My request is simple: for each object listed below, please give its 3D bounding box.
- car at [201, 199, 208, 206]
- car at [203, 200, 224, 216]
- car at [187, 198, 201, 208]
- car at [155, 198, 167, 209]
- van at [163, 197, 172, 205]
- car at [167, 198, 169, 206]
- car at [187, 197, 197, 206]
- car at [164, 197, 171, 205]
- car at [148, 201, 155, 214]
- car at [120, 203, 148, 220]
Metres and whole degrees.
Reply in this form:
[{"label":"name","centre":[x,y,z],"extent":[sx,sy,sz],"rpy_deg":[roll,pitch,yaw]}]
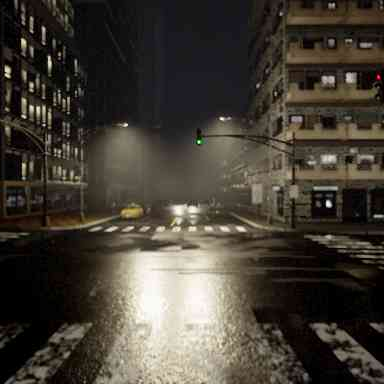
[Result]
[{"label":"car","centre":[2.684,2.118,71.624],"extent":[1.967,1.590,4.097],"rpy_deg":[-1,-1,0]},{"label":"car","centre":[2.681,1.907,37.697],"extent":[2.008,1.369,4.403],"rpy_deg":[-1,-1,0]},{"label":"car","centre":[0.106,2.061,60.144],"extent":[2.128,1.511,4.902],"rpy_deg":[0,0,0]},{"label":"car","centre":[-5.697,2.062,54.660],"extent":[1.887,1.381,4.507],"rpy_deg":[-1,-1,0]},{"label":"van","centre":[-5.697,2.073,77.280],"extent":[1.690,1.788,3.998],"rpy_deg":[-1,-1,0]},{"label":"car","centre":[-5.696,2.153,60.314],"extent":[1.802,1.307,4.206],"rpy_deg":[-1,-1,0]},{"label":"car","centre":[0.008,2.020,70.179],"extent":[2.097,1.767,4.553],"rpy_deg":[0,-1,0]},{"label":"car","centre":[-5.696,2.169,65.969],"extent":[1.887,1.381,4.507],"rpy_deg":[-1,-1,0]},{"label":"car","centre":[-5.699,1.922,37.697],"extent":[1.947,1.339,4.313],"rpy_deg":[-1,-1,0]},{"label":"car","centre":[-5.700,1.826,31.874],"extent":[1.752,1.417,4.829],"rpy_deg":[-1,-1,0]}]
